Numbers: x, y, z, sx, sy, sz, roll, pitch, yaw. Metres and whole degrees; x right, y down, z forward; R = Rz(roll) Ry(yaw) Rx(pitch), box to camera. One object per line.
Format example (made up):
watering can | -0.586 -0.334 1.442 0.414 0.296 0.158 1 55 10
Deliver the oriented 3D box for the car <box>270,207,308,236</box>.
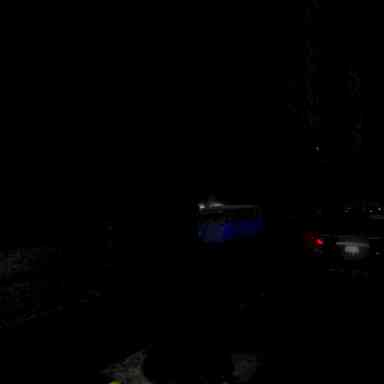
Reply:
car | 5.003 1.710 19.488 1.947 1.339 4.313 -1 -1 36

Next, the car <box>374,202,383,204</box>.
car | 12.398 1.524 19.915 1.882 1.535 5.008 -1 -1 36

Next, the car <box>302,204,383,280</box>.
car | 5.042 1.387 9.628 2.097 1.767 4.553 -1 -1 36

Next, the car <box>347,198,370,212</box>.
car | 21.001 1.613 41.865 1.967 1.590 4.097 -1 -1 36

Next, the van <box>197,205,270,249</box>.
van | 1.799 1.481 15.016 1.690 1.788 3.998 -1 -1 36

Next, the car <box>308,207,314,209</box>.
car | 8.203 1.731 23.963 1.802 1.307 4.206 -1 -1 36

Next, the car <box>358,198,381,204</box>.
car | 18.825 1.644 34.350 1.812 1.442 4.674 -1 -1 36

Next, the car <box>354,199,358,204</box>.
car | 17.803 1.749 37.388 1.802 1.307 4.206 -1 -1 36

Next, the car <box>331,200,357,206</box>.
car | 14.603 1.726 32.913 1.947 1.339 4.313 -1 -1 36
